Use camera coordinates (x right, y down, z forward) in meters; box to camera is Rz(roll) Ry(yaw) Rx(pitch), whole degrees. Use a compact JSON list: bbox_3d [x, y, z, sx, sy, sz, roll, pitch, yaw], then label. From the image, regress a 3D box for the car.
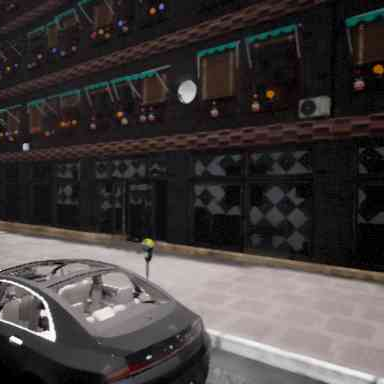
[{"bbox_3d":[-1.858,1.547,4.187,4.403,1.369,2.008,0,1,36],"label":"car"}]
